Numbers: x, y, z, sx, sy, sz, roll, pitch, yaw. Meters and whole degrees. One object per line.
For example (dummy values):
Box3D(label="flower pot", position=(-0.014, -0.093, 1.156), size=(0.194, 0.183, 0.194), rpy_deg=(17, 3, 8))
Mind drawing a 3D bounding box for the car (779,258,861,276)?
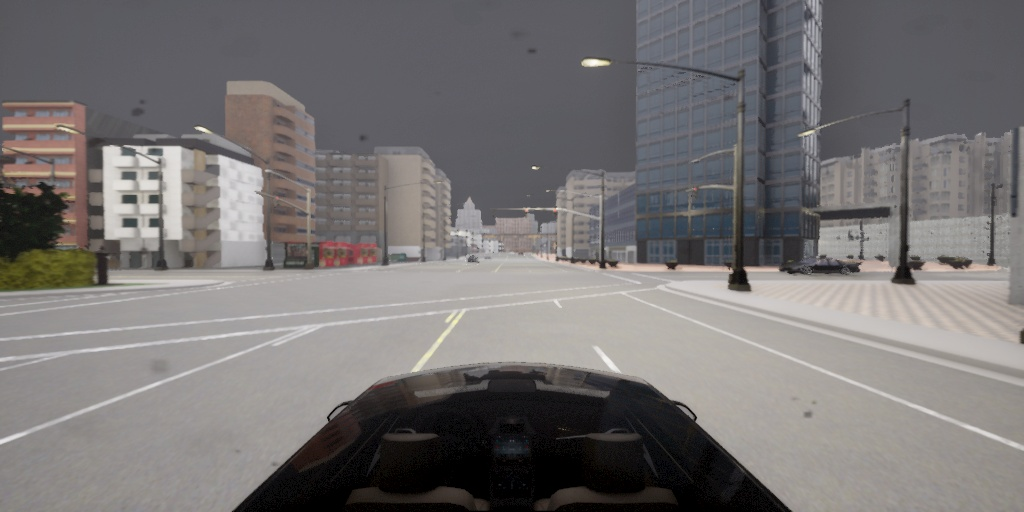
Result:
Box3D(label="car", position=(24.944, 0.881, 29.113), size=(5.357, 1.411, 2.033), rpy_deg=(0, 1, 1))

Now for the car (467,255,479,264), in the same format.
Box3D(label="car", position=(-6.997, 0.641, 64.211), size=(1.837, 1.490, 4.892), rpy_deg=(0, 2, 0))
